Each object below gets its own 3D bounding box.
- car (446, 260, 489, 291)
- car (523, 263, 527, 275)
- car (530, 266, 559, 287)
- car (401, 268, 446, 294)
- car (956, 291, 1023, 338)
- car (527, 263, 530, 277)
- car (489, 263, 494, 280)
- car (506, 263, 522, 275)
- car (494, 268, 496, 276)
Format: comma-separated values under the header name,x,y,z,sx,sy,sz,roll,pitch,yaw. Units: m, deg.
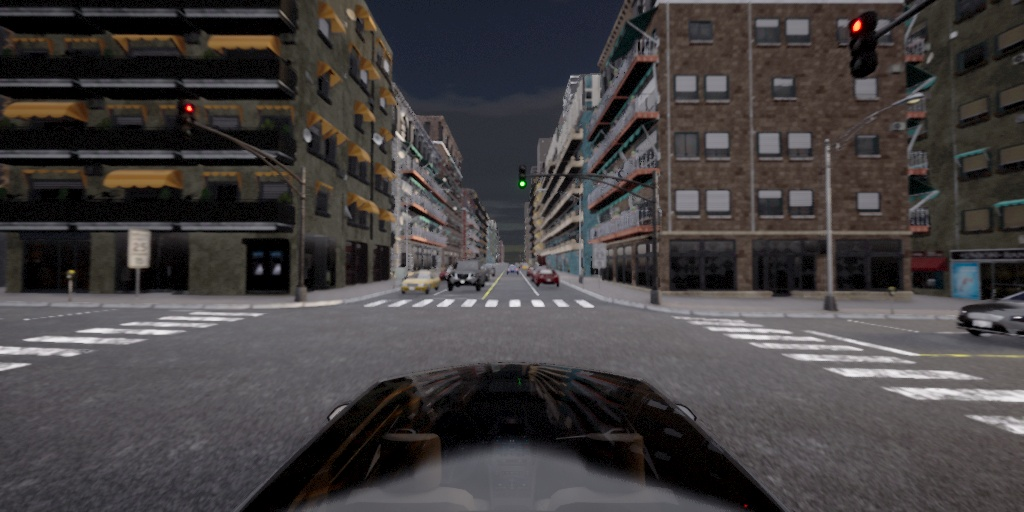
name,x,y,z,sx,sy,sz,roll,pitch,yaw
car,-3.099,1.289,25.350,2.150,2.045,5.566,0,-1,0
car,2.693,1.915,45.006,1.802,1.307,4.207,0,0,0
car,2.693,1.654,28.436,1.888,1.381,4.507,0,0,0
car,-5.688,1.560,22.758,1.751,1.417,4.829,0,0,0
car,15.306,1.629,9.837,4.902,1.511,2.128,1,-1,-1
car,2.693,1.624,33.960,1.967,1.591,4.097,0,0,0
car,-3.097,1.707,35.384,1.837,1.490,4.892,0,-1,0
car,0.096,1.984,52.620,2.033,1.411,5.357,0,-1,0
car,-3.088,1.836,45.831,2.128,1.511,4.902,0,-1,0
